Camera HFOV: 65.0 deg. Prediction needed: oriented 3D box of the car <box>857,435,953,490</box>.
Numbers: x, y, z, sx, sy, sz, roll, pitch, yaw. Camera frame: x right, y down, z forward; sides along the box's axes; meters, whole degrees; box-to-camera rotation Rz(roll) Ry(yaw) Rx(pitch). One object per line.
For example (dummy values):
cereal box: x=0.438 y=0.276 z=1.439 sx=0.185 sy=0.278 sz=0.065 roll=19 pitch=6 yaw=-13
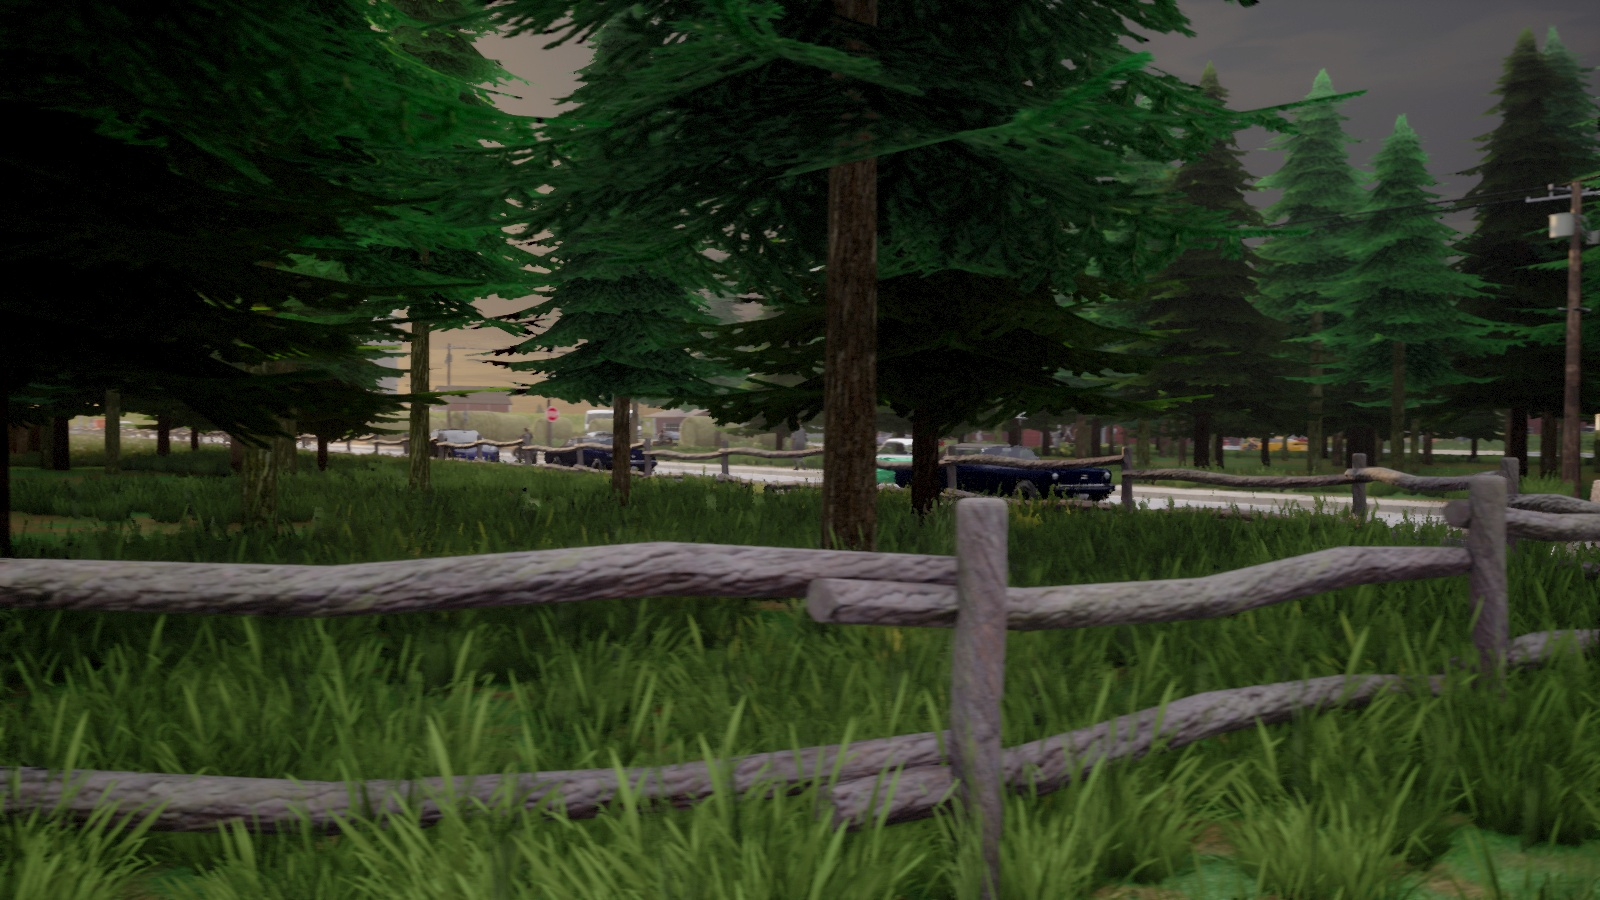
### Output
car: x=2.782 y=0.307 z=33.512 sx=1.481 sy=1.376 sz=2.207 roll=-1 pitch=1 yaw=-36

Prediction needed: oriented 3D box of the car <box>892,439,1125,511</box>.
car: x=4.123 y=0.452 z=25.622 sx=1.895 sy=1.301 sz=4.718 roll=-1 pitch=1 yaw=-36

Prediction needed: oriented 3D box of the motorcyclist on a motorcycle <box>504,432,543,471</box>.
motorcyclist on a motorcycle: x=-11.919 y=0.063 z=54.033 sx=0.766 sy=1.649 sz=2.350 roll=-1 pitch=1 yaw=-35

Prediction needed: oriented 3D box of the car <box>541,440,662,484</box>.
car: x=-6.439 y=0.357 z=40.376 sx=1.895 sy=1.301 sz=4.718 roll=-1 pitch=1 yaw=-36

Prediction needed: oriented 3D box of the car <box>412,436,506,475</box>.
car: x=-13.778 y=0.184 z=50.588 sx=2.163 sy=1.488 sz=4.792 roll=-1 pitch=1 yaw=-35

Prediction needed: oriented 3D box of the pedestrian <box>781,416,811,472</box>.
pedestrian: x=-0.140 y=-0.211 z=44.341 sx=0.659 sy=1.952 sz=0.873 roll=-1 pitch=1 yaw=-37
